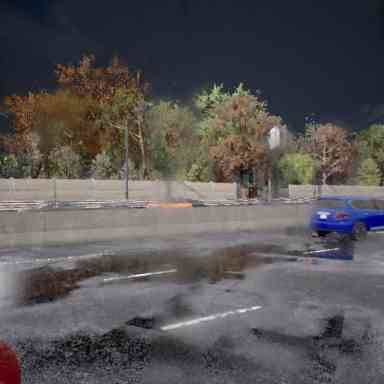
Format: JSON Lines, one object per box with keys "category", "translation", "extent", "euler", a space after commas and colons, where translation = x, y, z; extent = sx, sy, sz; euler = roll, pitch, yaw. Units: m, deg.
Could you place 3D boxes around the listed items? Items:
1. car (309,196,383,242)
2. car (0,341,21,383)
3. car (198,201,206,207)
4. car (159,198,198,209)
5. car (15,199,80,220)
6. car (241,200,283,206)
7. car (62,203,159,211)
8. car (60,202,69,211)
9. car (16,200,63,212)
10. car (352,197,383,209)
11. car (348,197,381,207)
{"category": "car", "translation": [8.300, 1.221, 16.522], "extent": [5.566, 2.045, 2.150], "euler": [0, 0, -30]}
{"category": "car", "translation": [-3.566, 1.478, 1.522], "extent": [5.008, 1.535, 1.882], "euler": [0, 0, -30]}
{"category": "car", "translation": [-0.864, 1.505, 35.717], "extent": [4.892, 1.490, 1.837], "euler": [0, 0, -30]}
{"category": "car", "translation": [-2.179, 1.352, 30.902], "extent": [4.553, 1.767, 2.097], "euler": [0, 0, -30]}
{"category": "car", "translation": [-12.538, 1.478, 28.926], "extent": [5.008, 1.535, 1.882], "euler": [0, 0, -30]}
{"category": "car", "translation": [7.732, 1.548, 36.670], "extent": [5.357, 1.411, 2.033], "euler": [0, 0, -30]}
{"category": "car", "translation": [-5.109, 1.547, 21.098], "extent": [5.357, 1.411, 2.033], "euler": [0, 0, -30]}
{"category": "car", "translation": [-6.790, 1.600, 24.175], "extent": [4.718, 1.301, 1.895], "euler": [0, 0, -30]}
{"category": "car", "translation": [-10.886, 1.492, 25.837], "extent": [4.902, 1.511, 2.128], "euler": [0, 0, -30]}
{"category": "car", "translation": [25.009, 1.500, 46.712], "extent": [4.902, 1.511, 2.128], "euler": [0, 0, -30]}
{"category": "car", "translation": [26.898, 1.561, 51.850], "extent": [5.357, 1.411, 2.033], "euler": [0, 0, -30]}
